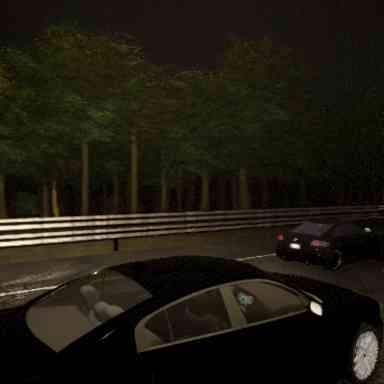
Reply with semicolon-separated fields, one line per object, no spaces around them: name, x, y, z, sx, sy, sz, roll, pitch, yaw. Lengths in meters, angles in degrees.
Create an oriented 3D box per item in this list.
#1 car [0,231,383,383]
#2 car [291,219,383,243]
car;0.177;1.482;3.732;5.008;1.535;1.882;1;0;-34
car;4.765;1.586;11.038;4.181;1.385;1.994;0;1;-33
